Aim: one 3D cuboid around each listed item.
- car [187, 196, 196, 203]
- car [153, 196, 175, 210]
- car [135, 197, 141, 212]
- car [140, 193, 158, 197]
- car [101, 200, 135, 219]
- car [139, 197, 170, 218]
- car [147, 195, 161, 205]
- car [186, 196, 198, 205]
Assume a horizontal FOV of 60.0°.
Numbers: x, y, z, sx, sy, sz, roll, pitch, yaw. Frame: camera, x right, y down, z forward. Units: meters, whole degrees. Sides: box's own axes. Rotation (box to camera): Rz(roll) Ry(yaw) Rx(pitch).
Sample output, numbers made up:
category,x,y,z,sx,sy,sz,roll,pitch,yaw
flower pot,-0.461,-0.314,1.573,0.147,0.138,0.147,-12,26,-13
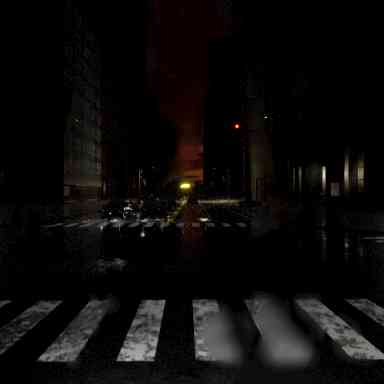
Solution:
category,x,y,z,sx,sy,sz,roll,pitch,yaw
car,-0.077,1.569,70.904,1.994,1.385,4.181,0,0,0
car,-3.423,1.529,40.132,1.812,1.442,4.674,0,0,0
car,-6.667,1.604,38.821,1.895,1.301,4.718,0,0,0
car,-6.677,1.227,48.732,2.150,2.045,5.566,0,0,0
car,-6.665,1.507,29.558,1.837,1.490,4.892,0,0,0
car,-3.400,1.480,30.851,1.882,1.535,5.008,0,0,0
car,-6.661,1.359,58.994,2.097,1.767,4.553,0,0,-1
car,0.012,1.553,57.978,2.033,1.411,5.357,0,0,-3
